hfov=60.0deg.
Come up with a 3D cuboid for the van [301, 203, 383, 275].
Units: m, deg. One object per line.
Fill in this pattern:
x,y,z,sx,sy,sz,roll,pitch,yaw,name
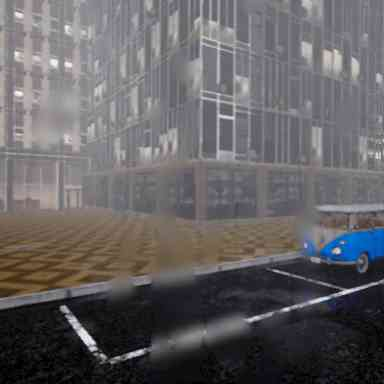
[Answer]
5.003,1.252,9.878,3.998,1.788,1.690,0,1,-33,van
